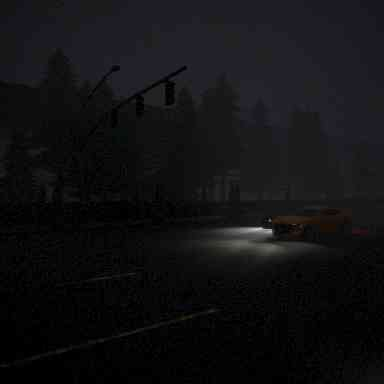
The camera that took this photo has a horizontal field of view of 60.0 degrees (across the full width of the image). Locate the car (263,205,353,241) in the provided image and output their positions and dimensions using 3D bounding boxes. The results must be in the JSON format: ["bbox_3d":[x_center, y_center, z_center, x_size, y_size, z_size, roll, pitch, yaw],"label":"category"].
[{"bbox_3d":[6.193,1.466,16.978,5.008,1.535,1.882,0,0,-35],"label":"car"}]

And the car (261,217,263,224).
[{"bbox_3d":[6.410,1.550,21.425,4.181,1.385,1.994,0,0,-35],"label":"car"}]
